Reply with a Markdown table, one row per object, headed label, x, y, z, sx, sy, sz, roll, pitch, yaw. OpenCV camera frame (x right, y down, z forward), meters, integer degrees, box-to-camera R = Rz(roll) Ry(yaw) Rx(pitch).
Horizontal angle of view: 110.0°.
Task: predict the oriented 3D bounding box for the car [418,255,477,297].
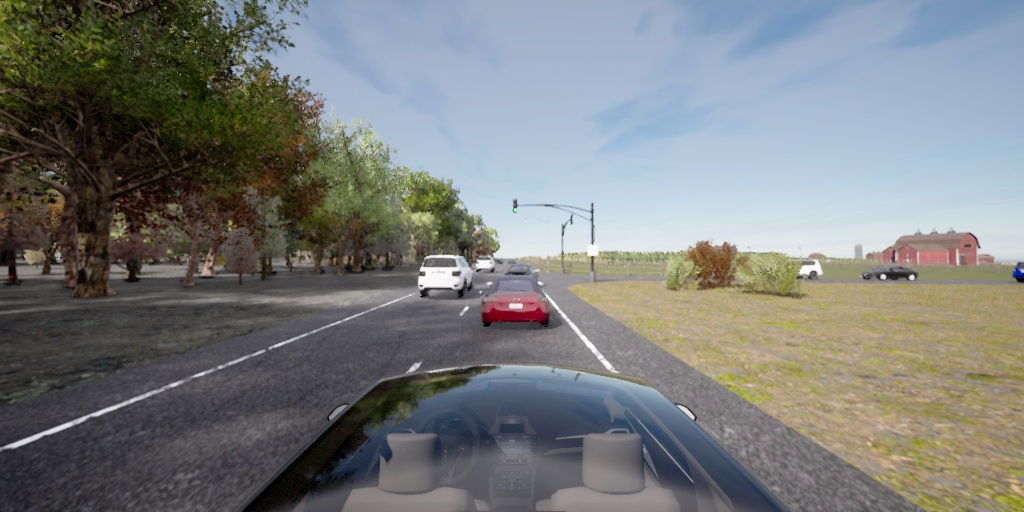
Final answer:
| label | x | y | z | sx | sy | sz | roll | pitch | yaw |
| --- | --- | --- | --- | --- | --- | --- | --- | --- | --- |
| car | -3.400 | 0.995 | 19.228 | 2.150 | 2.045 | 5.566 | 0 | 0 | 0 |

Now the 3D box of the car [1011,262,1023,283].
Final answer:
| label | x | y | z | sx | sy | sz | roll | pitch | yaw |
| --- | --- | --- | --- | --- | --- | --- | --- | --- | --- |
| car | 50.704 | 1.557 | 33.635 | 5.566 | 2.045 | 2.150 | 1 | -1 | 1 |

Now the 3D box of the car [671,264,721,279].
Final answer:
| label | x | y | z | sx | sy | sz | roll | pitch | yaw |
| --- | --- | --- | --- | --- | --- | --- | --- | --- | --- |
| car | 19.015 | 1.531 | 37.386 | 5.008 | 1.535 | 1.882 | 1 | -1 | 0 |

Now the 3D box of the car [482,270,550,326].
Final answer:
| label | x | y | z | sx | sy | sz | roll | pitch | yaw |
| --- | --- | --- | --- | --- | --- | --- | --- | --- | --- |
| car | 0.101 | 1.328 | 11.732 | 1.994 | 1.385 | 4.181 | 0 | 0 | 0 |

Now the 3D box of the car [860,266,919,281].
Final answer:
| label | x | y | z | sx | sy | sz | roll | pitch | yaw |
| --- | --- | --- | --- | --- | --- | --- | --- | --- | --- |
| car | 39.166 | 1.779 | 37.285 | 4.892 | 1.490 | 1.837 | 1 | -1 | 0 |

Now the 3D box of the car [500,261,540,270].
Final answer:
| label | x | y | z | sx | sy | sz | roll | pitch | yaw |
| --- | --- | --- | --- | --- | --- | --- | --- | --- | --- |
| car | 0.738 | 1.284 | 23.792 | 1.837 | 1.490 | 4.892 | -1 | 0 | 10 |

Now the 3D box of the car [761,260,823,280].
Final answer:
| label | x | y | z | sx | sy | sz | roll | pitch | yaw |
| --- | --- | --- | --- | --- | --- | --- | --- | --- | --- |
| car | 29.005 | 1.384 | 37.346 | 5.566 | 2.045 | 2.150 | 1 | -1 | 0 |

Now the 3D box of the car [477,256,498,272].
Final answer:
| label | x | y | z | sx | sy | sz | roll | pitch | yaw |
| --- | --- | --- | --- | --- | --- | --- | --- | --- | --- |
| car | -3.403 | 1.027 | 46.929 | 2.150 | 2.045 | 5.566 | 0 | 0 | 0 |
